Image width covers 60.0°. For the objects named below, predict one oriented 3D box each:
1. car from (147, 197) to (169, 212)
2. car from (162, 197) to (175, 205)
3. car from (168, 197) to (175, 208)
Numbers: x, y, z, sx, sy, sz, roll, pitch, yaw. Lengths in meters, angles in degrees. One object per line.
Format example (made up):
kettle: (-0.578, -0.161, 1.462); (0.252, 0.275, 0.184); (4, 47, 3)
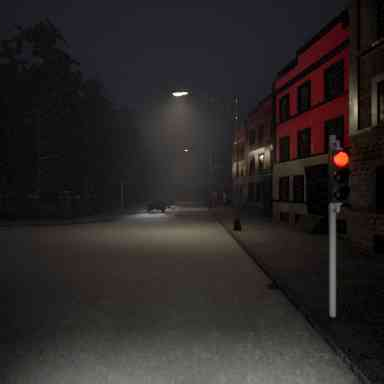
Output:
car: (-4.055, 1.600, 38.645); (1.895, 1.301, 4.718); (0, 0, 0)
car: (-4.005, 1.599, 58.039); (1.895, 1.301, 4.718); (0, 0, 0)
car: (-4.039, 1.490, 48.023); (2.128, 1.511, 4.902); (0, 0, 0)
